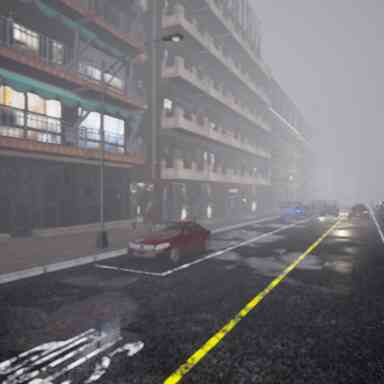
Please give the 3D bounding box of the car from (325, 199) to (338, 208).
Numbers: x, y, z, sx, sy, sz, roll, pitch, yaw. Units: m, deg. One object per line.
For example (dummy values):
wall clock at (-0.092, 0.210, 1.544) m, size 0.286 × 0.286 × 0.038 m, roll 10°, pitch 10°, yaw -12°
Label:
car at (30.489, 2.429, 72.413) m, size 2.192 × 1.841 × 5.009 m, roll 0°, pitch -1°, yaw 27°

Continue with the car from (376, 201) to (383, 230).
car at (14.449, 1.725, 23.280) m, size 2.192 × 1.841 × 5.009 m, roll 0°, pitch -1°, yaw 27°

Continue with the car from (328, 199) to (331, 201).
car at (20.051, 2.092, 52.308) m, size 2.192 × 1.841 × 5.009 m, roll 0°, pitch -1°, yaw 27°

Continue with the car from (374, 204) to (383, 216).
car at (24.878, 2.325, 43.386) m, size 1.802 × 1.307 × 4.206 m, roll -1°, pitch -1°, yaw 27°

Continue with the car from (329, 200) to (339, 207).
car at (33.096, 2.639, 77.439) m, size 1.967 × 1.590 × 4.097 m, roll 0°, pitch -1°, yaw 27°

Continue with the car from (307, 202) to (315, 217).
car at (12.268, 2.108, 37.201) m, size 1.802 × 1.307 × 4.206 m, roll 0°, pitch -1°, yaw 27°

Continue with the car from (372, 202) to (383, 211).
car at (32.777, 2.523, 58.620) m, size 1.752 × 1.417 × 4.829 m, roll -1°, pitch -1°, yaw 27°

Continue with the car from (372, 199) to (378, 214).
car at (19.664, 1.891, 33.335) m, size 2.192 × 1.841 × 5.009 m, roll -1°, pitch -1°, yaw 27°

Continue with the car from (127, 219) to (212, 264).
car at (-0.623, 1.700, 12.343) m, size 1.802 × 1.307 × 4.206 m, roll 0°, pitch -1°, yaw 27°

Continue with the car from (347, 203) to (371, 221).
car at (16.847, 2.070, 33.608) m, size 1.812 × 1.442 × 4.674 m, roll 0°, pitch -1°, yaw 28°

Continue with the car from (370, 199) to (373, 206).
car at (30.092, 2.351, 53.443) m, size 1.967 × 1.590 × 4.097 m, roll -1°, pitch -1°, yaw 27°

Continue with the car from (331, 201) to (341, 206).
car at (35.703, 2.850, 82.464) m, size 1.947 × 1.339 × 4.313 m, roll 0°, pitch -1°, yaw 27°

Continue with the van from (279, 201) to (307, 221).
van at (9.661, 1.784, 32.177) m, size 1.690 × 1.788 × 3.998 m, roll 0°, pitch -1°, yaw 27°

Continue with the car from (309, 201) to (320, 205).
car at (14.872, 2.192, 42.229) m, size 1.802 × 1.307 × 4.206 m, roll 0°, pitch -1°, yaw 27°

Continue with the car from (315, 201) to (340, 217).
car at (16.050, 2.135, 38.700) m, size 2.033 × 1.411 × 5.357 m, roll 0°, pitch -1°, yaw 27°

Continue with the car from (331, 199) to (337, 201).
car at (27.882, 2.580, 67.382) m, size 2.008 × 1.369 × 4.403 m, roll 0°, pitch -1°, yaw 27°

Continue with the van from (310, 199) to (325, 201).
van at (17.469, 2.034, 47.268) m, size 1.690 × 1.788 × 3.998 m, roll 0°, pitch -1°, yaw 27°
